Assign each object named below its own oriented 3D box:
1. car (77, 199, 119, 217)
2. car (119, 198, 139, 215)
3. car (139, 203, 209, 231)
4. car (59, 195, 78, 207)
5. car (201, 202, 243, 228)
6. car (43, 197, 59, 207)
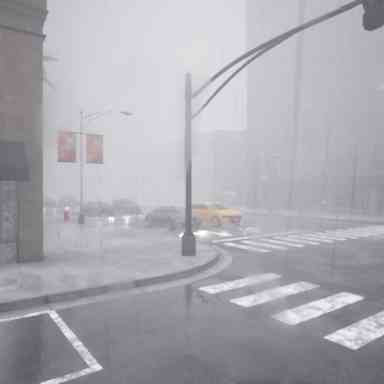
[{"bbox_3d":[-8.785,1.515,30.948,1.994,1.385,4.181,0,0,-36],"label":"car"},{"bbox_3d":[-6.817,1.443,33.783,1.837,1.490,4.892,0,2,-35],"label":"car"},{"bbox_3d":[-1.210,1.535,20.437,1.994,1.385,4.181,0,0,-36],"label":"car"},{"bbox_3d":[-18.640,1.262,50.337,2.097,1.767,4.553,0,0,-36],"label":"car"},{"bbox_3d":[1.298,1.442,22.518,1.882,1.535,5.008,0,0,-35],"label":"car"},{"bbox_3d":[-21.151,1.447,48.260,1.812,1.442,4.674,0,0,-36],"label":"car"}]
